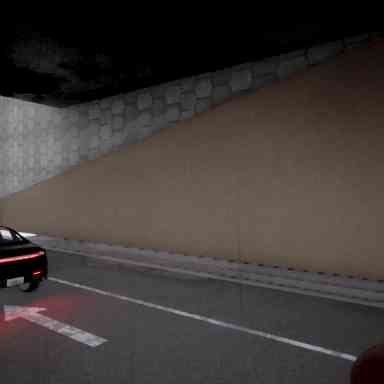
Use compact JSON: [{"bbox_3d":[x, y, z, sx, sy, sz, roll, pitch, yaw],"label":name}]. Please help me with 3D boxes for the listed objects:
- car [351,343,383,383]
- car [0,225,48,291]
[{"bbox_3d":[3.273,1.526,1.542,4.674,1.442,1.812,0,0,36],"label":"car"},{"bbox_3d":[-5.331,1.492,7.745,4.902,1.511,2.128,0,0,35],"label":"car"}]
